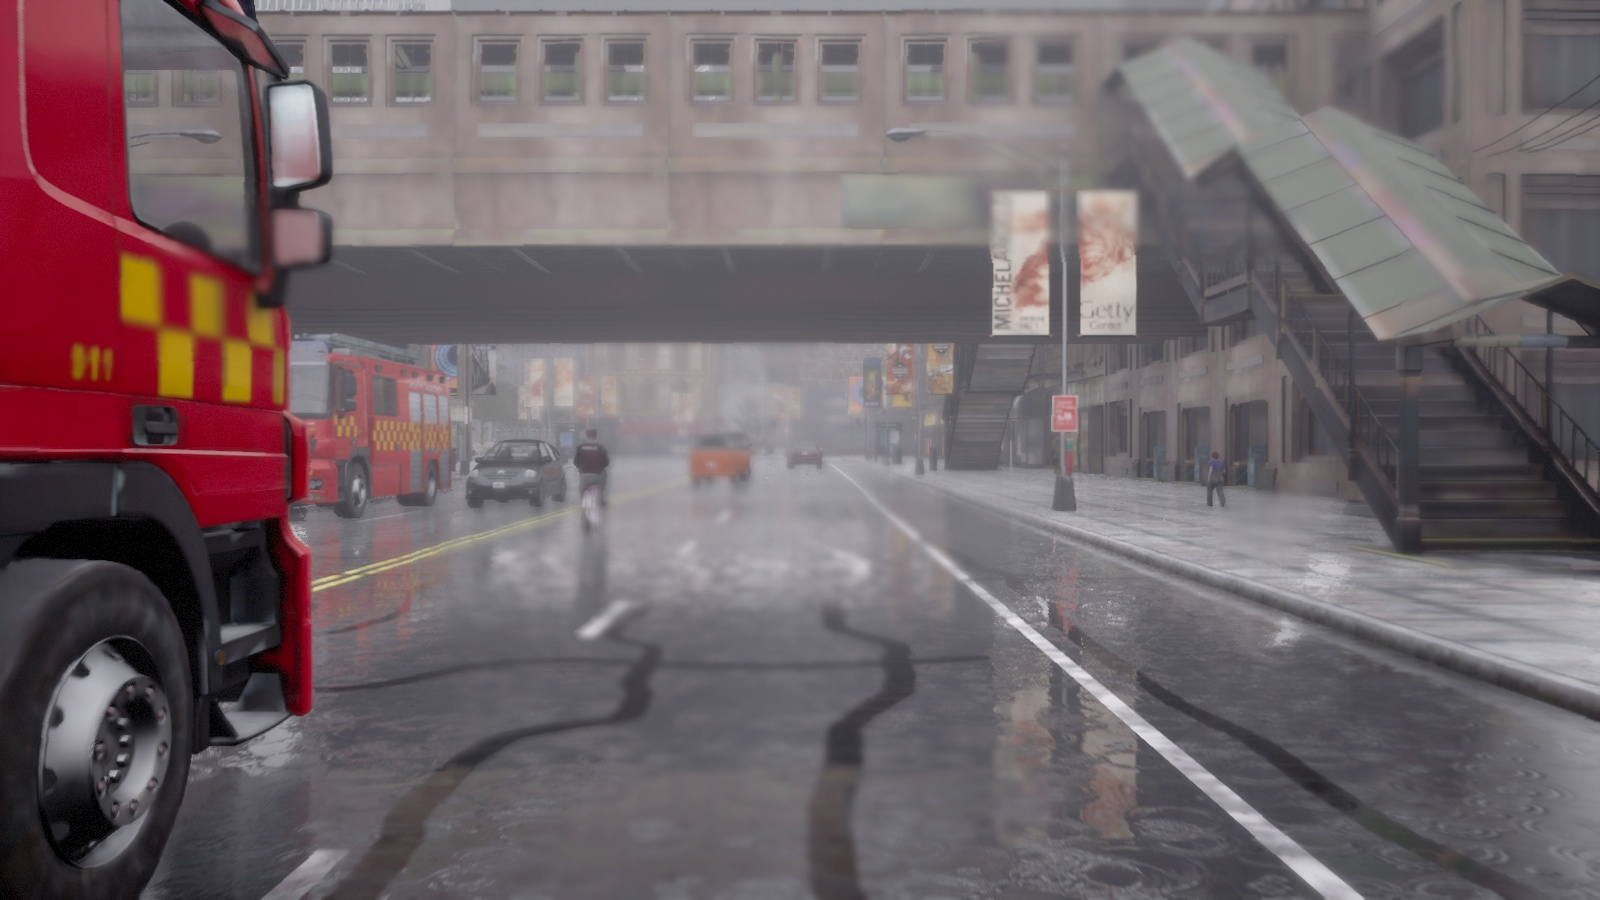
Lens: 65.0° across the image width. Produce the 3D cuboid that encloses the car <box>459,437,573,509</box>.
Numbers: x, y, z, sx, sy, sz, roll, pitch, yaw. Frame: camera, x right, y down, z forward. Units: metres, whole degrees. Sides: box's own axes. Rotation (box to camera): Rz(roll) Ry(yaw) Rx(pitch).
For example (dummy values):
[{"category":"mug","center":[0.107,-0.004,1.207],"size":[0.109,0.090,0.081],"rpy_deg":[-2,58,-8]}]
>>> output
[{"category":"car","center":[-6.821,0.517,30.562],"size":[1.851,1.617,3.988],"rpy_deg":[0,0,0]}]

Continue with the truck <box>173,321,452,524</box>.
[{"category":"truck","center":[-10.337,-0.527,27.844],"size":[2.891,3.827,8.468],"rpy_deg":[0,0,0]}]

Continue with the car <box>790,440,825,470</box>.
[{"category":"car","center":[0.492,0.294,77.712],"size":[2.097,1.767,4.553],"rpy_deg":[0,0,1]}]

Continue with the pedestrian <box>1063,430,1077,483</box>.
[{"category":"pedestrian","center":[9.488,0.234,44.114],"size":[0.345,1.836,0.594],"rpy_deg":[0,0,-1]}]

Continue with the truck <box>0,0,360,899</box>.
[{"category":"truck","center":[-3.474,-0.416,1.492],"size":[2.891,3.827,8.468],"rpy_deg":[0,0,0]}]

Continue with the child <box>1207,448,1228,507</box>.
[{"category":"child","center":[8.928,0.583,26.871],"size":[0.270,1.263,0.437],"rpy_deg":[0,0,-5]}]

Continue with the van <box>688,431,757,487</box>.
[{"category":"van","center":[-2.880,0.311,47.414],"size":[1.775,1.987,4.442],"rpy_deg":[0,0,7]}]

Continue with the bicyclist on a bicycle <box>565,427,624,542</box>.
[{"category":"bicyclist on a bicycle","center":[-3.318,0.534,20.372],"size":[0.659,1.776,1.843],"rpy_deg":[0,0,0]}]

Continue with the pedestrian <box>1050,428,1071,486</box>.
[{"category":"pedestrian","center":[8.793,0.240,42.396],"size":[0.396,1.930,0.692],"rpy_deg":[0,0,-19]}]
